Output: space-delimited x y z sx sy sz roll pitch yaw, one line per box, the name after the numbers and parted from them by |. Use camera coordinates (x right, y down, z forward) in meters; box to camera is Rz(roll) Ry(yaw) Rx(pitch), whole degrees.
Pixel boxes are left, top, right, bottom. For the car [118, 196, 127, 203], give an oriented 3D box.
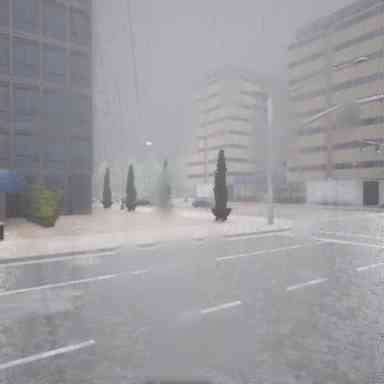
-11.289 1.353 60.788 1.837 1.490 4.892 0 0 -35 | car

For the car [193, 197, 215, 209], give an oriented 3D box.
1.862 1.374 41.815 1.812 1.442 4.674 0 0 -35 | car

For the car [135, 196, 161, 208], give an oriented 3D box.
-5.868 1.359 46.777 2.128 1.511 4.902 0 0 -35 | car

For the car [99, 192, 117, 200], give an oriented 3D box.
-15.029 0.809 60.048 2.150 2.045 5.566 0 0 -35 | car
